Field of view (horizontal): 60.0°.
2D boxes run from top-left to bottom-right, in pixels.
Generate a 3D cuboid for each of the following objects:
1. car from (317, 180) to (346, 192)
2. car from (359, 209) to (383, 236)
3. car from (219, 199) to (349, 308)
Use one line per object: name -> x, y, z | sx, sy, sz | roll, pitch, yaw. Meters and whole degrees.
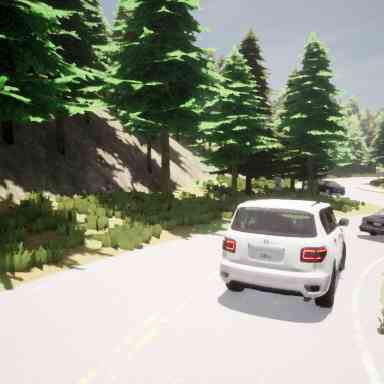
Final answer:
car -> 16.069, -0.565, 38.900 | 1.882, 1.535, 5.008 | -1, 5, -2
car -> 10.220, 1.407, 15.852 | 5.357, 1.411, 2.033 | -1, 5, -32
car -> 2.550, 1.197, 8.351 | 2.150, 2.045, 5.566 | 3, 2, 27
